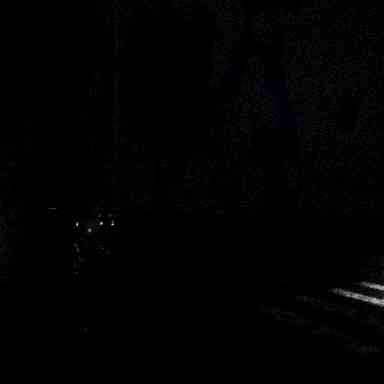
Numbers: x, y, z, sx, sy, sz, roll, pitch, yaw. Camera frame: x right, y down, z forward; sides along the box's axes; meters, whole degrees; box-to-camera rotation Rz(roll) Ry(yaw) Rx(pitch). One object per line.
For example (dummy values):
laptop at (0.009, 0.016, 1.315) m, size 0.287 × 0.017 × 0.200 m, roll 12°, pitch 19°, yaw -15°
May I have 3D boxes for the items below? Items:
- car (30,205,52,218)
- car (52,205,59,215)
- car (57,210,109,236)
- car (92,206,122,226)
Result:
car at (-19.518, 2.518, 41.904) m, size 2.033 × 1.411 × 5.357 m, roll 1°, pitch -2°, yaw -32°
car at (-21.609, 2.696, 50.726) m, size 2.128 × 1.511 × 4.902 m, roll 1°, pitch -2°, yaw -32°
car at (-7.303, 2.043, 21.913) m, size 1.895 × 1.301 × 4.718 m, roll 1°, pitch -2°, yaw -32°
car at (-7.489, 1.934, 27.834) m, size 2.097 × 1.767 × 4.553 m, roll 1°, pitch -2°, yaw -32°
